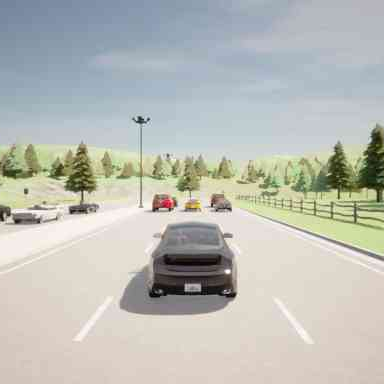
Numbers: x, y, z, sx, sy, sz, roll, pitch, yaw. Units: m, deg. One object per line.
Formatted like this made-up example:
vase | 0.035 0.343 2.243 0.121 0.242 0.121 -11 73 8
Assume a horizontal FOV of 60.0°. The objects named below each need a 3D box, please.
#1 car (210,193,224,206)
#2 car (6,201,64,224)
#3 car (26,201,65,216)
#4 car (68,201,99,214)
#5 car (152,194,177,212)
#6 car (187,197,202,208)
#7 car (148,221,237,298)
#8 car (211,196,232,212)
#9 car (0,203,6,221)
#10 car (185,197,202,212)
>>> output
car | 3.883 1.221 49.727 2.150 2.045 5.566 0 0 2
car | -11.515 1.601 25.053 1.895 1.301 4.718 0 0 1
car | -14.912 1.601 34.099 1.895 1.301 4.718 0 0 0
car | -11.409 1.601 35.246 1.895 1.301 4.718 0 0 0
car | -3.365 1.221 39.154 2.150 2.045 5.566 0 0 1
car | 0.383 1.491 49.798 2.128 1.511 4.902 0 0 2
car | 0.021 1.504 8.509 1.837 1.490 4.892 0 0 0
car | 3.635 1.547 39.103 2.033 1.411 5.357 0 0 1
car | -15.012 1.491 23.956 2.128 1.511 4.902 0 0 0
car | 0.139 1.478 39.528 1.882 1.535 5.008 0 0 1
